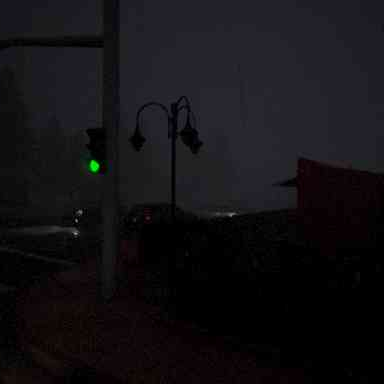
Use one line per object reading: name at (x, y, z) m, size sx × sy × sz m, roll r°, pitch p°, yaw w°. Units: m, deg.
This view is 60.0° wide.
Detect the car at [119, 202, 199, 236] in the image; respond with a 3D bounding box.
car at (-1.504, 1.360, 17.677) m, size 2.097 × 1.767 × 4.553 m, roll 0°, pitch 0°, yaw 36°

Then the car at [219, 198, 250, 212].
car at (4.989, 1.456, 38.761) m, size 1.882 × 1.535 × 5.008 m, roll 0°, pitch 0°, yaw 36°

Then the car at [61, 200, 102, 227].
car at (-6.588, 1.333, 22.762) m, size 2.097 × 1.767 × 4.553 m, roll 0°, pitch 0°, yaw 36°
